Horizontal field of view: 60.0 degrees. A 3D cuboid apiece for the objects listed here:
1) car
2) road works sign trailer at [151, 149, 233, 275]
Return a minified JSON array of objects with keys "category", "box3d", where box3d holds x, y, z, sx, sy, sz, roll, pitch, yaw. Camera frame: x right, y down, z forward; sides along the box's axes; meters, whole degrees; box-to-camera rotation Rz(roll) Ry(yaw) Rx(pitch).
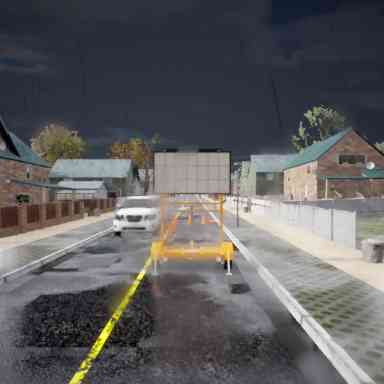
[{"category":"car","box3d":[-2.746,1.226,18.440,2.150,2.045,5.566,0,0,0]},{"category":"road works sign trailer","box3d":[0.002,0.467,10.417,2.380,3.560,2.880,0,0,0]}]
